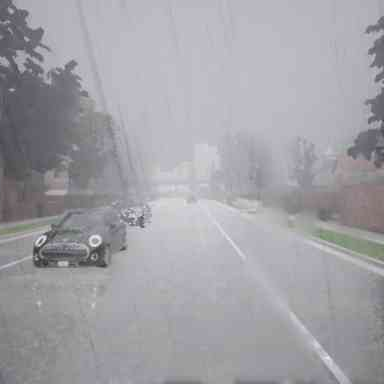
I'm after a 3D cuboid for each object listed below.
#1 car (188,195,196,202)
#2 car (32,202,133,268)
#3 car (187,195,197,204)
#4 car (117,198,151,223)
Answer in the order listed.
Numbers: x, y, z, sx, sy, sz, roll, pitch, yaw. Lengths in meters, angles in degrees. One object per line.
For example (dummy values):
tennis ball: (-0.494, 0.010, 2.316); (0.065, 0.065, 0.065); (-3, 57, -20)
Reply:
car: (-0.009, 1.481, 78.970); (1.837, 1.490, 4.892); (0, 0, 0)
car: (-3.597, 1.411, 11.496); (2.097, 1.767, 4.553); (0, 0, 0)
car: (-0.008, 1.710, 68.967); (1.994, 1.385, 4.181); (0, 0, 0)
car: (-3.502, 1.068, 18.973); (2.097, 1.767, 4.553); (0, 0, 0)
